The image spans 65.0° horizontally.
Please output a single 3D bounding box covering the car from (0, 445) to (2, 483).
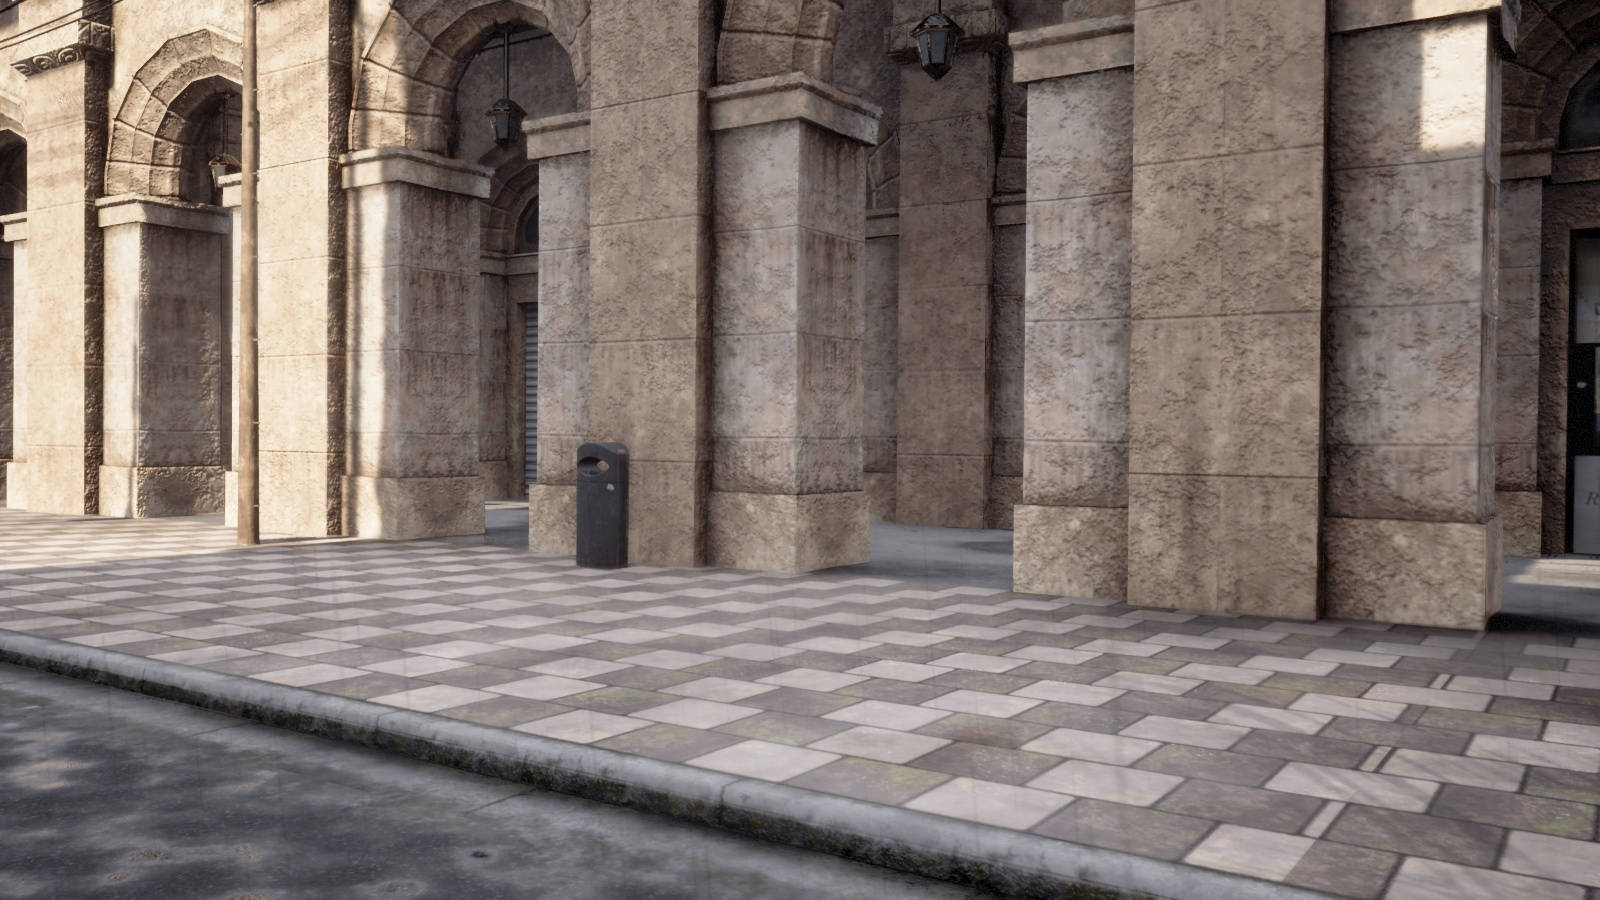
[{"bbox_3d":[-30.009,0.524,42.477,1.895,1.301,4.718,0,1,34],"label":"car"}]
